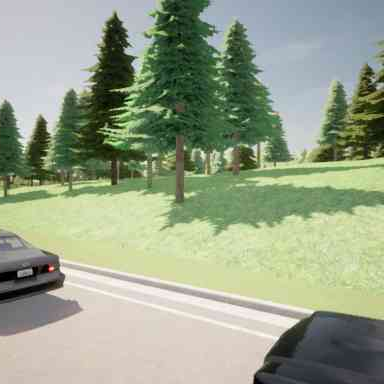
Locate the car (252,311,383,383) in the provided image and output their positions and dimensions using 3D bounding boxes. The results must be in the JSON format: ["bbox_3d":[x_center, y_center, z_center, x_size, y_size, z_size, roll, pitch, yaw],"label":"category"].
[{"bbox_3d":[2.732,1.601,2.043,4.718,1.301,1.895,0,0,36],"label":"car"}]

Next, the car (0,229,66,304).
[{"bbox_3d":[-5.138,1.547,7.639,5.357,1.411,2.033,0,0,36],"label":"car"}]
